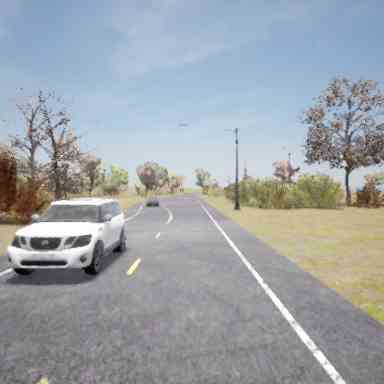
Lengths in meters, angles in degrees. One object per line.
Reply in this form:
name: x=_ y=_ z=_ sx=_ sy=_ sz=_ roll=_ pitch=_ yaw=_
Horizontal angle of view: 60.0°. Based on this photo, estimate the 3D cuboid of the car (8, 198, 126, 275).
car: x=-3.610 y=1.234 z=10.812 sx=2.150 sy=2.045 sz=5.566 roll=0 pitch=0 yaw=0

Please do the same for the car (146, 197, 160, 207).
car: x=-5.978 y=1.490 z=50.882 sx=1.882 sy=1.535 sz=5.008 roll=0 pitch=0 yaw=-6
